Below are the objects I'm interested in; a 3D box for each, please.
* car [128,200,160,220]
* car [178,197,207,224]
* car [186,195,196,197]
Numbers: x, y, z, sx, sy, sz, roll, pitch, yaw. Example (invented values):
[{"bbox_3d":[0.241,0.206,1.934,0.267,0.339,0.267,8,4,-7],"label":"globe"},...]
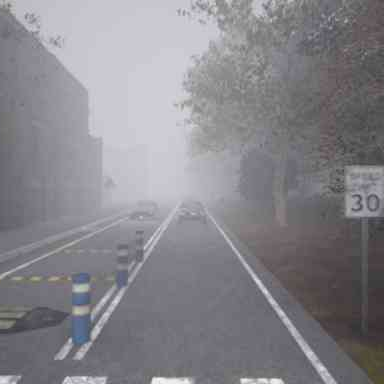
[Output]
[{"bbox_3d":[-3.453,1.289,25.144,2.033,1.411,5.357,0,1,0],"label":"car"},{"bbox_3d":[0.013,1.323,22.317,2.033,1.411,5.357,0,1,0],"label":"car"},{"bbox_3d":[-0.166,1.097,42.918,1.994,1.385,4.181,0,1,-1],"label":"car"}]
